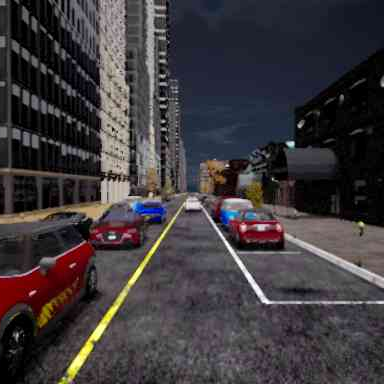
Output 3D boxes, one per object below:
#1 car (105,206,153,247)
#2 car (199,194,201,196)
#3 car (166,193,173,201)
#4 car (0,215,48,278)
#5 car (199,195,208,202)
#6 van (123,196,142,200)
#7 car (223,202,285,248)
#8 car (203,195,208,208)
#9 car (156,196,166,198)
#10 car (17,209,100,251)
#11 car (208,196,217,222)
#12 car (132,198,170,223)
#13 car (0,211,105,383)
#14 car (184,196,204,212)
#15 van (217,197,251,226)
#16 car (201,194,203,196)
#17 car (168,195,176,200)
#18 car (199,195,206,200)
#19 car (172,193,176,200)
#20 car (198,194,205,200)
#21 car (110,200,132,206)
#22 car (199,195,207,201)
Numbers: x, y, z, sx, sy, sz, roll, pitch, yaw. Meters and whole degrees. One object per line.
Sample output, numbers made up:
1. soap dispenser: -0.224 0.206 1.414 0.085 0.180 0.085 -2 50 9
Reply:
1. car: -3.088 1.552 14.778 1.994 1.385 4.181 0 0 -1
2. car: 0.103 1.483 53.267 1.812 1.442 4.674 0 0 0
3. car: -5.658 1.511 71.253 1.947 1.339 4.313 -1 0 0
4. car: -5.838 1.518 8.999 1.752 1.417 4.829 -1 0 0
5. car: 2.690 1.485 76.842 1.887 1.381 4.507 -1 0 0
6. van: -5.667 1.315 31.745 1.690 1.788 3.998 -1 0 0
7. car: 2.679 1.428 14.757 1.967 1.590 4.097 -1 0 0
8. car: 2.686 1.511 48.621 2.008 1.369 4.403 -1 0 0
9. car: -5.661 1.482 54.151 1.752 1.417 4.829 -1 0 0
10. car: -5.666 1.554 14.812 1.947 1.339 4.313 -1 0 0
11. car: 2.679 1.293 26.045 2.192 1.841 5.009 -1 0 0
12. car: -2.996 1.457 25.161 1.882 1.535 5.008 0 0 0
13. car: -3.094 1.348 5.322 2.097 1.767 4.553 0 0 0
14. car: 0.107 1.494 38.155 1.812 1.442 4.674 0 0 0
15. van: 2.678 1.324 20.401 1.690 1.788 3.998 -1 0 0
16. car: 2.689 1.515 65.554 1.947 1.339 4.313 -1 0 0
17. car: -5.654 1.496 93.830 1.947 1.339 4.313 -1 0 0
18. car: 2.691 1.458 88.300 1.752 1.417 4.829 -1 0 0
19. car: -5.658 1.377 82.542 1.967 1.590 4.097 -1 0 0
20. car: 2.691 1.370 93.773 1.967 1.590 4.097 -1 0 0
21. car: -5.664 1.545 26.101 1.947 1.339 4.313 -1 0 0
22. car: 2.691 1.519 82.486 1.802 1.307 4.206 -1 0 0
